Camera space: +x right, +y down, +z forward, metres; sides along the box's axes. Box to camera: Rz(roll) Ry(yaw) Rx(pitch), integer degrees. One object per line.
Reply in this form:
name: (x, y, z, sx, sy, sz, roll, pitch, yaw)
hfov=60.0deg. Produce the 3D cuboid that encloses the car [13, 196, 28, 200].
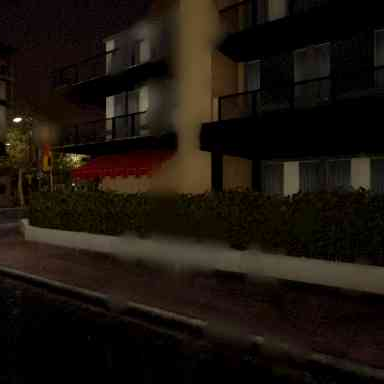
car: (-36.180, 1.481, 67.980, 4.892, 1.521, 2.231, 0, 0, 36)
